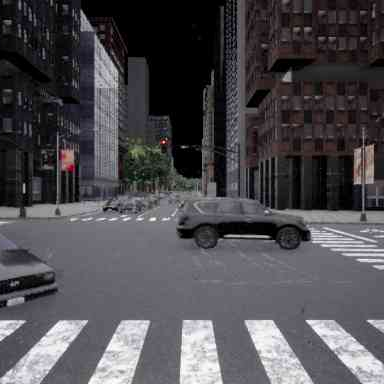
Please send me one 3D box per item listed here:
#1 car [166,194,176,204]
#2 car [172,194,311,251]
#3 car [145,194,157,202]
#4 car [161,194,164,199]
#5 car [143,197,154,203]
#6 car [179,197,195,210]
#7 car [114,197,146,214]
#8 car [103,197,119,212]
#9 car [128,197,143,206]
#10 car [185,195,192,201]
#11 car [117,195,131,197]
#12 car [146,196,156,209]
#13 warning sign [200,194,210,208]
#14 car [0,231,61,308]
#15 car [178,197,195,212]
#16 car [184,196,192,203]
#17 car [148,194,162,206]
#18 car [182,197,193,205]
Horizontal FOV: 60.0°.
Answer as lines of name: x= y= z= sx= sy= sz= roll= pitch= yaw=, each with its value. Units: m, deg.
car: x=-3.445 y=1.574 z=64.743 sx=1.837 sy=1.490 sz=4.892 roll=0 pitch=0 yaw=-1
car: x=2.079 y=1.279 z=14.162 sx=5.566 sy=2.045 sz=2.150 roll=1 pitch=0 yaw=-1
car: x=-9.392 y=1.417 z=76.901 sx=2.192 sy=1.841 sz=5.009 roll=0 pitch=0 yaw=0
car: x=-9.465 y=1.449 z=87.752 sx=2.192 sy=1.841 sz=5.009 roll=0 pitch=0 yaw=0
car: x=-9.355 y=1.668 z=71.474 sx=1.802 sy=1.307 sz=4.206 roll=0 pitch=0 yaw=0
car: x=-0.650 y=1.460 z=44.398 sx=1.967 sy=1.590 sz=4.097 roll=0 pitch=0 yaw=0
car: x=-6.459 y=1.548 z=35.399 sx=2.033 sy=1.411 sz=5.357 roll=0 pitch=0 yaw=-1
car: x=-9.139 y=1.574 z=38.919 sx=1.947 sy=1.339 sz=4.313 roll=0 pitch=0 yaw=0
car: x=-9.246 y=1.570 z=55.026 sx=1.752 sy=1.417 sz=4.829 roll=0 pitch=0 yaw=0
car: x=-0.939 y=1.574 z=87.797 sx=1.967 sy=1.590 sz=4.097 roll=0 pitch=0 yaw=0
car: x=-9.176 y=1.335 z=44.345 sx=2.192 sy=1.841 sz=5.009 roll=0 pitch=0 yaw=0
car: x=-6.523 y=1.586 z=45.354 sx=1.994 sy=1.385 sz=4.181 roll=0 pitch=0 yaw=-1
warning sign: x=1.672 y=1.131 z=42.659 sx=1.300 sy=1.860 sz=1.060 roll=0 pitch=0 yaw=0
car: x=-5.173 y=1.528 z=7.599 sx=5.357 sy=1.411 sz=2.033 roll=1 pitch=0 yaw=39
car: x=-0.614 y=1.448 z=38.973 sx=1.967 sy=1.590 sz=4.097 roll=0 pitch=0 yaw=0
car: x=-0.831 y=1.612 z=71.692 sx=1.752 sy=1.417 sz=4.829 roll=0 pitch=0 yaw=0
car: x=-6.570 y=1.551 z=55.547 sx=1.837 sy=1.490 sz=4.892 roll=0 pitch=0 yaw=0
car: x=-0.758 y=1.603 z=60.672 sx=1.887 sy=1.381 sz=4.507 roll=0 pitch=0 yaw=0
